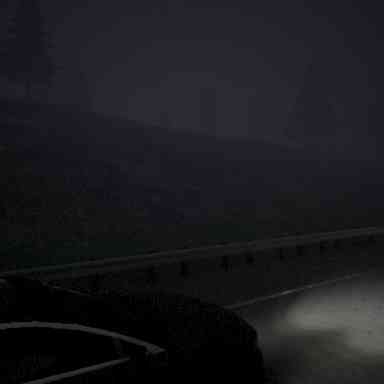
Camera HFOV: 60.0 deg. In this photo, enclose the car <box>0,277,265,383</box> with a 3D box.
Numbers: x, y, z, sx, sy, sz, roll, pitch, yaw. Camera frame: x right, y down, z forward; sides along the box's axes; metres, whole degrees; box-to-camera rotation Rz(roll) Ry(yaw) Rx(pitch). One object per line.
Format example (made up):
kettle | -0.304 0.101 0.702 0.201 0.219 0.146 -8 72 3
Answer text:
car | -1.512 1.491 2.608 4.902 1.511 2.128 0 0 -35
